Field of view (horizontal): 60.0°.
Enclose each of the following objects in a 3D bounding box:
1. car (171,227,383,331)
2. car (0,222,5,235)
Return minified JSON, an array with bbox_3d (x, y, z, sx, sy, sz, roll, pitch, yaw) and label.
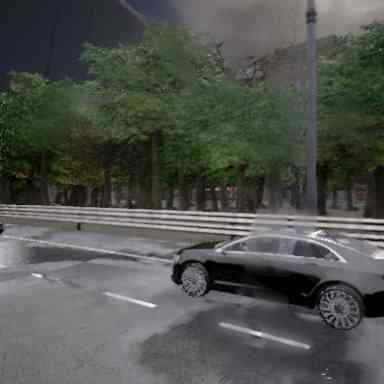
[{"bbox_3d":[1.764,1.493,6.911,4.902,1.511,2.128,0,0,36],"label":"car"},{"bbox_3d":[-11.098,1.643,16.105,4.718,1.301,1.895,0,0,36],"label":"car"}]
